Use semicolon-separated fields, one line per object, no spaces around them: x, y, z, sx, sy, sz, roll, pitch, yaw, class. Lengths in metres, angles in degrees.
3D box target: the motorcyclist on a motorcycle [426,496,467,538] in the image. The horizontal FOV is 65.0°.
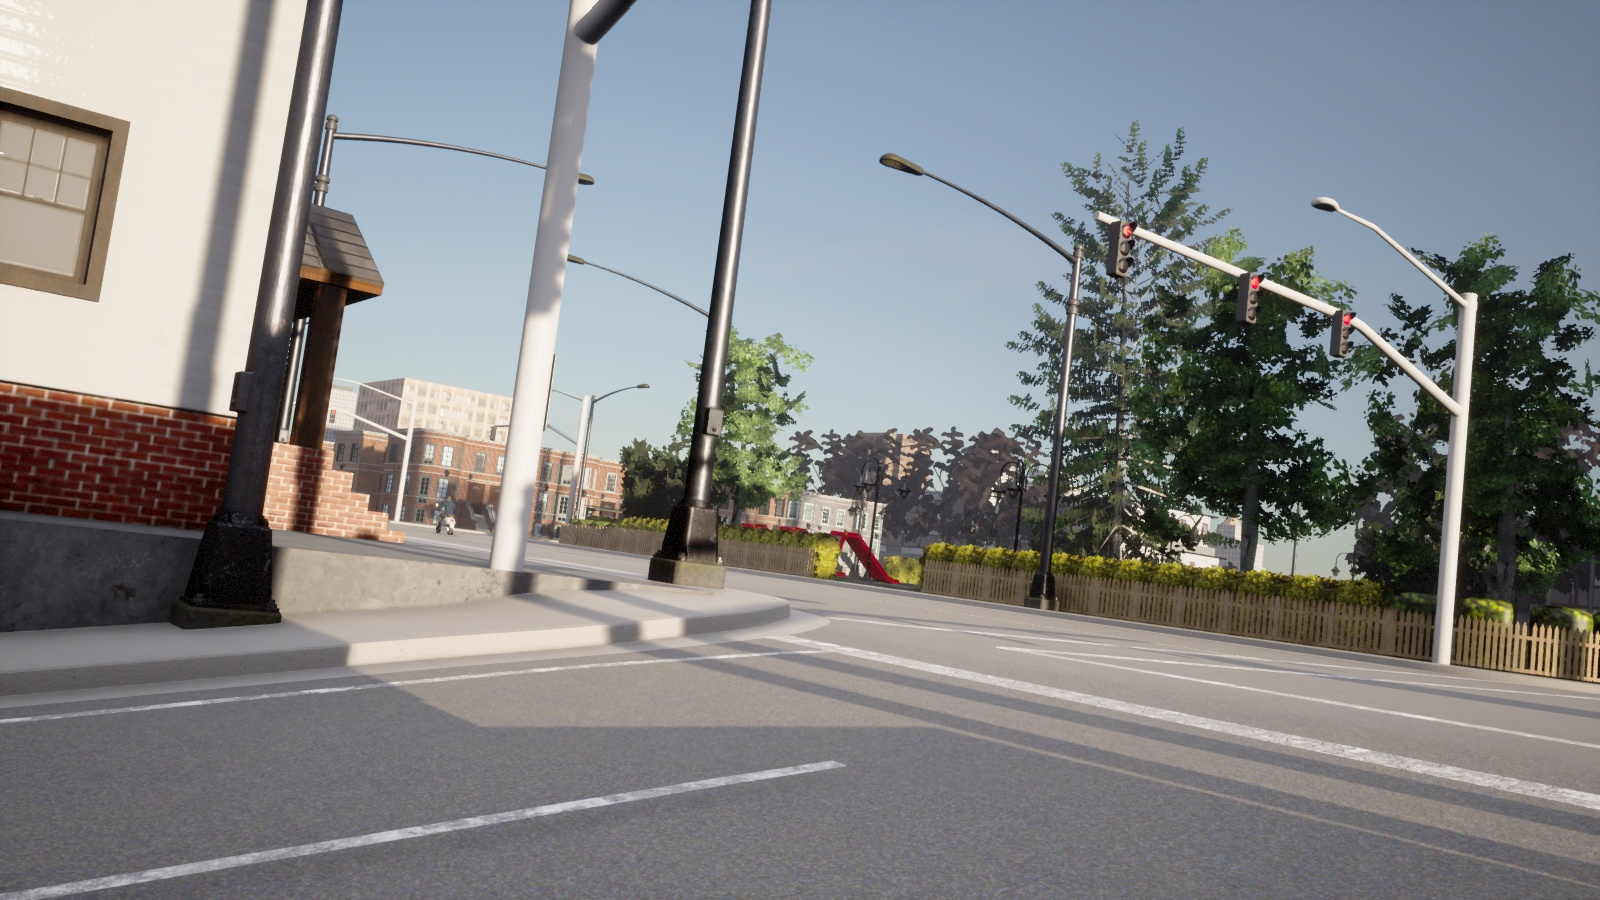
-14.743;2.788;52.392;0.866;1.590;1.817;10;-6;-35;motorcyclist on a motorcycle
